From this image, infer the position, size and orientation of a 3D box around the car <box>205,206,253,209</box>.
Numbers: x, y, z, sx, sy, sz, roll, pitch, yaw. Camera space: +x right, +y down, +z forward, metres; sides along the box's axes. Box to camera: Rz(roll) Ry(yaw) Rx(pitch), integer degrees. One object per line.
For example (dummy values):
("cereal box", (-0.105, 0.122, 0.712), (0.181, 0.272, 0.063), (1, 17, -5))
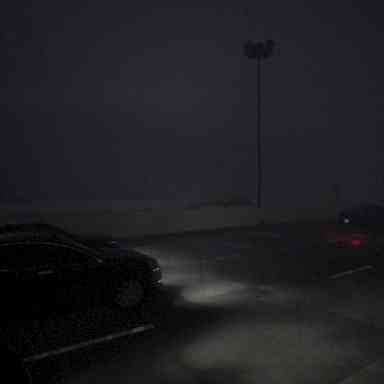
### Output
("car", (2.602, 1.369, 27.356), (5.008, 1.535, 1.882), (0, 0, -36))

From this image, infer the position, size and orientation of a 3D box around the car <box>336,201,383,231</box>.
("car", (10.464, 1.405, 19.824), (4.674, 1.442, 1.812), (0, 0, -36))

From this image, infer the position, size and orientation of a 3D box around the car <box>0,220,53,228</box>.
("car", (-4.345, 1.516, 9.247), (4.674, 1.442, 1.812), (0, 0, -36))

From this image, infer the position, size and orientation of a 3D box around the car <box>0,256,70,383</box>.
("car", (-3.319, 1.504, 1.377), (4.902, 1.511, 2.128), (0, 0, -36))

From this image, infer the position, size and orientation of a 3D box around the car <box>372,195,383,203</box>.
("car", (33.544, 1.230, 57.941), (4.718, 1.301, 1.895), (0, 0, -35))

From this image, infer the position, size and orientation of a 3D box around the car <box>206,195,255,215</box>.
("car", (3.814, 1.220, 32.521), (4.553, 1.767, 2.097), (0, 0, -36))

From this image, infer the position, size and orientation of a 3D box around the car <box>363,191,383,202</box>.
("car", (35.038, 0.830, 63.301), (5.566, 2.045, 2.150), (0, 0, -36))

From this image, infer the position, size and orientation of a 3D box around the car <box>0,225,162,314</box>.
("car", (-2.876, 1.499, 5.996), (4.892, 1.490, 1.837), (0, 0, -36))
